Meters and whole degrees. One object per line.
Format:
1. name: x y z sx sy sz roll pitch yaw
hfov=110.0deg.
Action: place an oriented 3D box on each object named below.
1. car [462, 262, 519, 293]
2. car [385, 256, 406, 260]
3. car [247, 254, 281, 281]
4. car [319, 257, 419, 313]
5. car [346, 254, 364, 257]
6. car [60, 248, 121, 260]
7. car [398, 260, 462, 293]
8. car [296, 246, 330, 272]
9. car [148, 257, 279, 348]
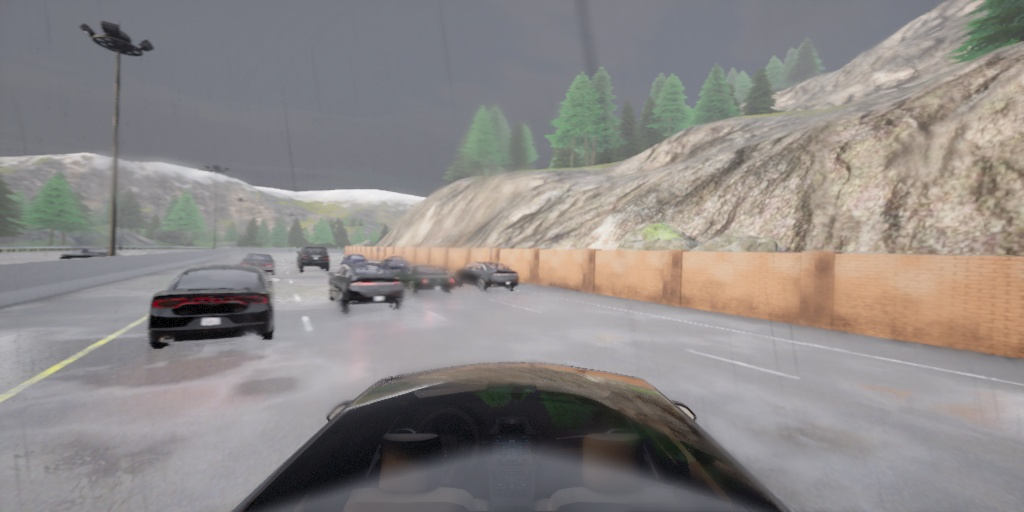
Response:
1. car: -1.517 1.075 19.704 2.128 1.511 4.902 2 0 -33
2. car: -11.142 0.706 34.377 1.994 1.385 4.181 2 0 -33
3. car: -16.622 0.554 23.593 2.033 1.411 5.357 2 0 -33
4. car: -5.234 0.982 12.611 2.128 1.511 4.902 2 0 -33
5. car: -14.387 0.557 32.922 1.812 1.442 4.674 2 0 -33
6. car: -31.639 0.036 27.054 1.895 1.301 4.718 2 0 -33
7. car: -4.513 1.086 17.889 1.895 1.301 4.718 2 0 -33
8. car: -16.619 0.189 29.985 2.150 2.045 5.566 2 0 -33
9. car: -6.661 0.942 8.404 1.882 1.535 5.008 2 0 -33
